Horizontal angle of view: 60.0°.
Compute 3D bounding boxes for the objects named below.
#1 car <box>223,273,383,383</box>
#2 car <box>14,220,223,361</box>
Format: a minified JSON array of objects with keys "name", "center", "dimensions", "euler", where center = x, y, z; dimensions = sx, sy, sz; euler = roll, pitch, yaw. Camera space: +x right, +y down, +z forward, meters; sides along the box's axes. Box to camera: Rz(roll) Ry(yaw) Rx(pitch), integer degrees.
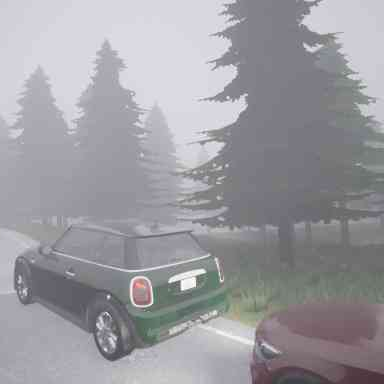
[{"name":"car","center":[2.747,1.531,2.596],"dimensions":[4.674,1.442,1.812],"euler":[1,0,36]},{"name":"car","center":[-1.579,1.307,6.221],"dimensions":[4.553,1.767,2.097],"euler":[1,1,44]}]
